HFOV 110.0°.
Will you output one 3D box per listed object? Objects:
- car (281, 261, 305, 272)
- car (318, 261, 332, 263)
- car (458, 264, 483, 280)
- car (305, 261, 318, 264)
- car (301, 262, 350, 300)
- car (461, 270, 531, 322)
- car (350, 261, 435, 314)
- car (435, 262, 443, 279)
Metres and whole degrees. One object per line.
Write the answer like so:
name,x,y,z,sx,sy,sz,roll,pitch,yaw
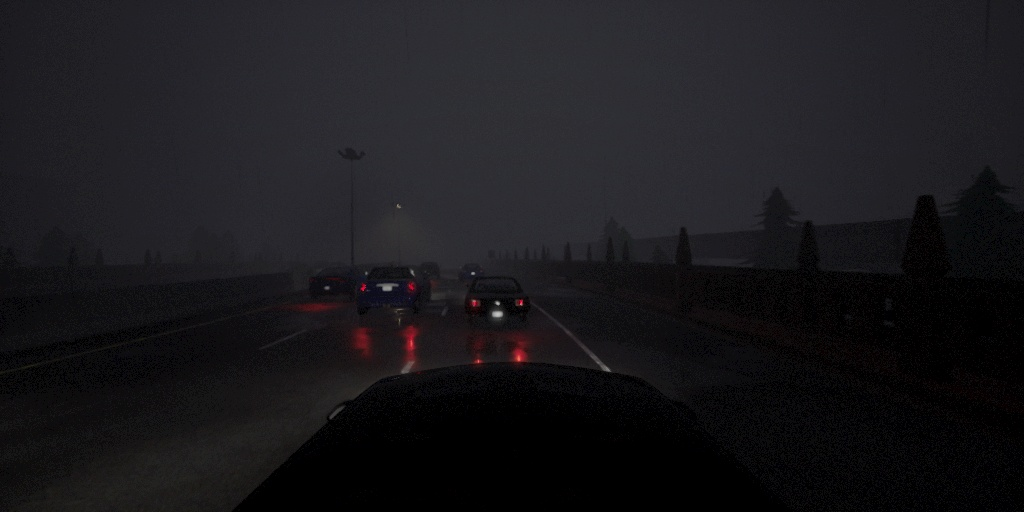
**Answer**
car,-27.835,1.359,46.034,2.128,1.511,4.902,0,0,-10
car,-19.660,1.348,40.077,1.812,1.442,4.674,0,0,-10
car,-3.319,1.298,29.344,1.994,1.385,4.181,0,0,-10
car,-24.236,1.371,45.788,1.812,1.442,4.674,0,0,-10
car,-8.518,1.251,18.224,1.882,1.535,5.008,0,0,-9
car,-0.617,1.338,12.237,1.895,1.301,4.718,0,0,-6
car,-4.429,1.107,14.100,2.097,1.767,4.553,0,0,-7
car,-7.454,1.261,32.615,1.837,1.490,4.892,0,0,-10
